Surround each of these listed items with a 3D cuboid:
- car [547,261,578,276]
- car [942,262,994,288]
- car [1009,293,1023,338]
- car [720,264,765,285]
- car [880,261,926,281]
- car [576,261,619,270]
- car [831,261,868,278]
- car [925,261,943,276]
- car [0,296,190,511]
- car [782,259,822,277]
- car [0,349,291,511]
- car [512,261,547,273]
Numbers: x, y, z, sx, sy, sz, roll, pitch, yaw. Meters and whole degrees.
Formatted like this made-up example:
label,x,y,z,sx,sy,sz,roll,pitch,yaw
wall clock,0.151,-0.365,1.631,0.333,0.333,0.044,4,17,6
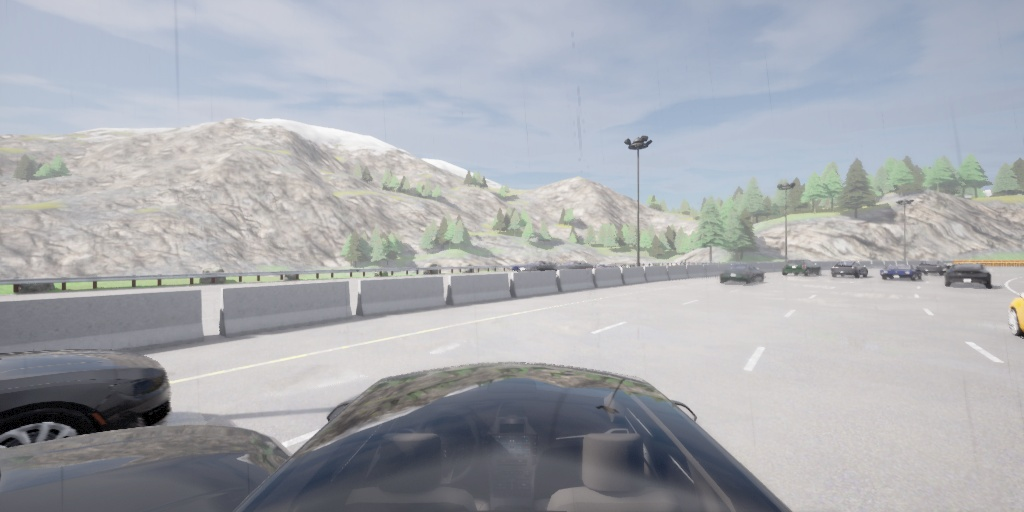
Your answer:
label,x,y,z,sx,sy,sz,roll,pitch,yaw
car,6.155,1.237,35.832,4.902,1.511,2.128,0,0,-42
car,30.711,1.254,24.141,4.892,1.490,1.837,-1,0,-38
car,12.019,1.227,7.071,1.882,1.535,5.008,0,0,42
car,17.122,1.311,26.585,4.181,1.385,1.994,0,0,-41
car,32.306,1.348,29.698,4.718,1.301,1.895,0,0,-35
car,8.369,1.347,33.126,4.718,1.301,1.895,0,0,-42
car,31.372,1.238,33.307,4.902,1.511,2.128,0,0,-35
car,43.310,1.237,36.831,4.902,1.511,2.128,0,0,-31
car,-5.526,1.253,2.278,1.837,1.490,4.892,0,-1,36
car,29.183,1.098,36.066,4.553,1.767,2.097,0,0,-34
car,-2.981,1.255,0.495,4.892,1.490,1.837,0,0,-45
car,2.817,1.237,37.532,4.902,1.511,2.128,0,0,-42
